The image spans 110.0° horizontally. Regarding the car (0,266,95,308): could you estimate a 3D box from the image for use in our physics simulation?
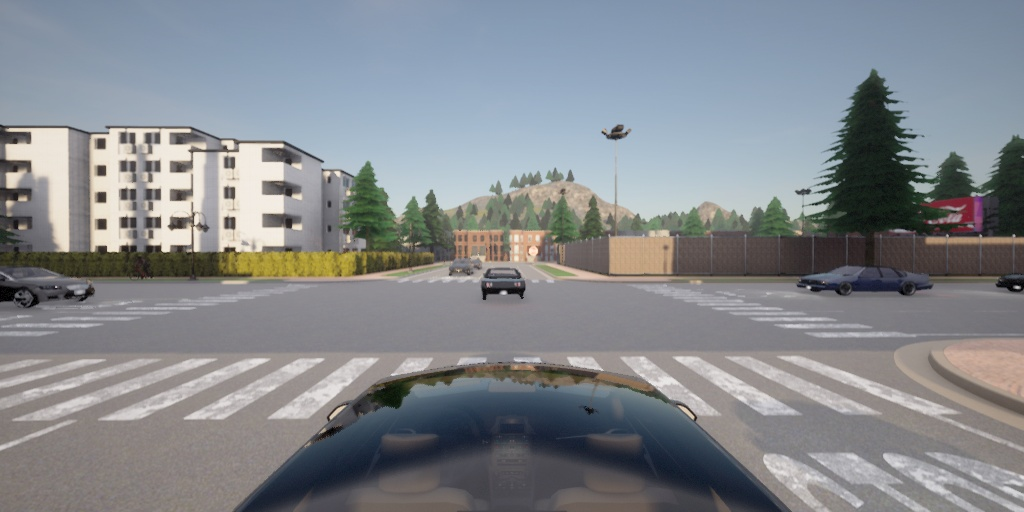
[{"bbox_3d":[-19.219,1.138,13.815,4.902,1.511,2.128,0,0,-2],"label":"car"}]

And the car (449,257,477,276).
[{"bbox_3d":[-4.512,0.976,32.383,1.837,1.490,4.892,0,0,-1],"label":"car"}]

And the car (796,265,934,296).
[{"bbox_3d":[17.279,1.161,17.675,5.357,1.411,2.033,0,0,0],"label":"car"}]

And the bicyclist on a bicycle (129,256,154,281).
[{"bbox_3d":[-25.488,0.855,24.680,0.582,1.620,1.656,0,1,-1],"label":"bicyclist on a bicycle"}]

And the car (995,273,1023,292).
[{"bbox_3d":[27.575,1.160,17.685,5.357,1.411,2.033,0,0,0],"label":"car"}]

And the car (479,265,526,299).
[{"bbox_3d":[-0.465,1.217,17.248,1.895,1.301,4.718,0,0,-3],"label":"car"}]

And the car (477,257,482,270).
[{"bbox_3d":[-4.610,0.875,42.697,2.128,1.511,4.902,0,0,0],"label":"car"}]
